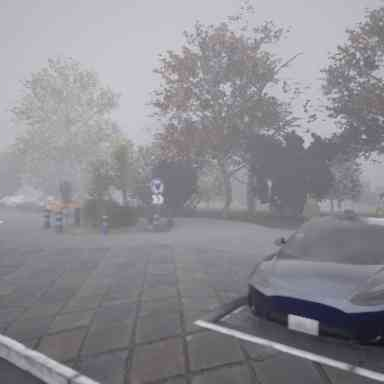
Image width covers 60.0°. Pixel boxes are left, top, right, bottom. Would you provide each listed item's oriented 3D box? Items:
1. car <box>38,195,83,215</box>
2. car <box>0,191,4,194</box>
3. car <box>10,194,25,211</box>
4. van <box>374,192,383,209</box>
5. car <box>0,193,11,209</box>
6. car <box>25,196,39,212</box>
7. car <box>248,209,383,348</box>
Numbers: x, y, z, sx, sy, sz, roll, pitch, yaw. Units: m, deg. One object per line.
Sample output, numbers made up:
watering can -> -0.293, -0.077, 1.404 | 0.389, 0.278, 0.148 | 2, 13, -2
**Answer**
car -> -11.704, 1.308, 32.292 | 2.097, 1.535, 5.008 | 2, 1, 36
car -> -20.676, 1.048, 38.579 | 1.946, 1.575, 5.366 | 2, 1, 36
car -> -16.102, 1.211, 35.453 | 2.163, 1.488, 4.792 | 2, 1, 36
van -> 10.318, 0.933, 16.490 | 1.878, 1.987, 4.442 | 1, 1, 36
car -> -18.328, 1.156, 37.101 | 2.002, 1.452, 4.674 | 2, 1, 36
car -> -13.923, 1.118, 33.947 | 2.185, 1.767, 4.553 | 2, 1, 36
car -> 2.749, 1.194, 5.942 | 2.163, 1.488, 4.792 | 1, 1, 36
